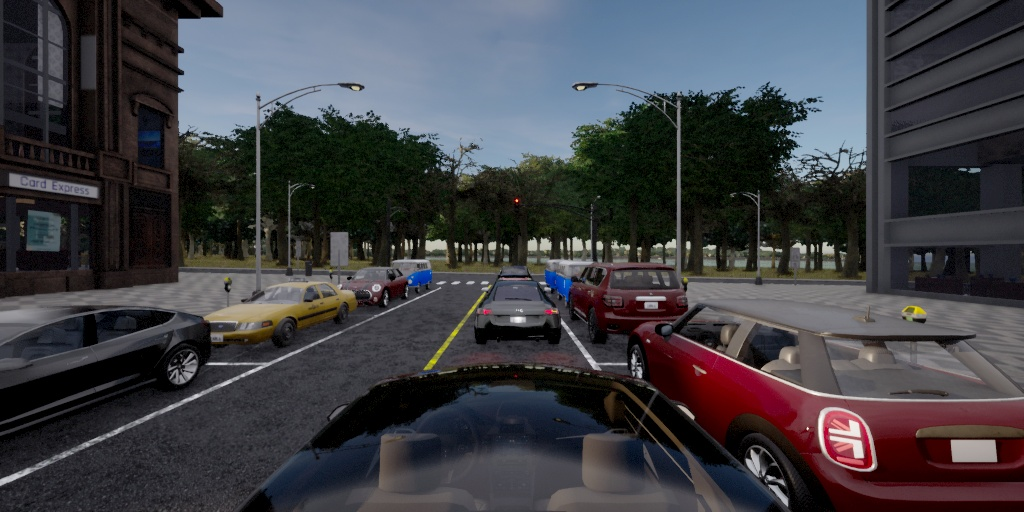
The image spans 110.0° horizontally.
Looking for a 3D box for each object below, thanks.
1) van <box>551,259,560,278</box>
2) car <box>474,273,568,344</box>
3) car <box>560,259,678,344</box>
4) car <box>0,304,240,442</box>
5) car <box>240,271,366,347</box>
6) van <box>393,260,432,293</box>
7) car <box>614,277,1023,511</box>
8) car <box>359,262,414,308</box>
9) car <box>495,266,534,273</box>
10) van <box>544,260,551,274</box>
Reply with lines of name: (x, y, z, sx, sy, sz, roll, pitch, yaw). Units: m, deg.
van: (2.786, 1.092, 14.959, 1.690, 1.789, 3.998, 0, 0, 0)
car: (0.118, 1.314, 9.570, 1.994, 1.385, 4.181, 0, 0, 0)
car: (2.776, 1.065, 9.522, 2.192, 1.841, 5.009, 0, 0, 0)
car: (-5.759, 1.316, 4.100, 1.948, 1.339, 4.313, 0, 0, 0)
car: (-5.750, 1.276, 9.368, 1.751, 1.417, 4.829, 0, 0, 0)
van: (-5.729, 1.092, 20.413, 1.690, 1.789, 3.998, 0, 0, 0)
car: (2.766, 1.190, 4.084, 1.967, 1.591, 4.097, 0, 0, 0)
car: (-5.739, 1.191, 14.975, 1.967, 1.591, 4.097, 0, 0, 0)
car: (0.131, 1.243, 18.451, 2.128, 1.511, 4.902, 0, 0, 0)
van: (2.796, 1.092, 20.397, 1.690, 1.789, 3.998, 0, 0, 0)
